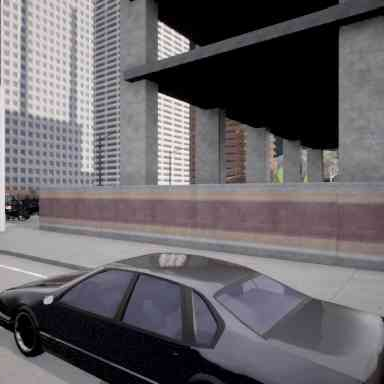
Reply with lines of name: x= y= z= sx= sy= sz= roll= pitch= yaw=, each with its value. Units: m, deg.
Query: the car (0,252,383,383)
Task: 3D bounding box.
car: x=-0.411 y=1.547 z=4.285 sx=5.357 sy=1.411 sz=2.033 roll=0 pitch=0 yaw=35

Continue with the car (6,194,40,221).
car: x=-12.779 y=1.221 z=27.174 sx=2.150 sy=2.045 sz=5.566 roll=0 pitch=0 yaw=36
